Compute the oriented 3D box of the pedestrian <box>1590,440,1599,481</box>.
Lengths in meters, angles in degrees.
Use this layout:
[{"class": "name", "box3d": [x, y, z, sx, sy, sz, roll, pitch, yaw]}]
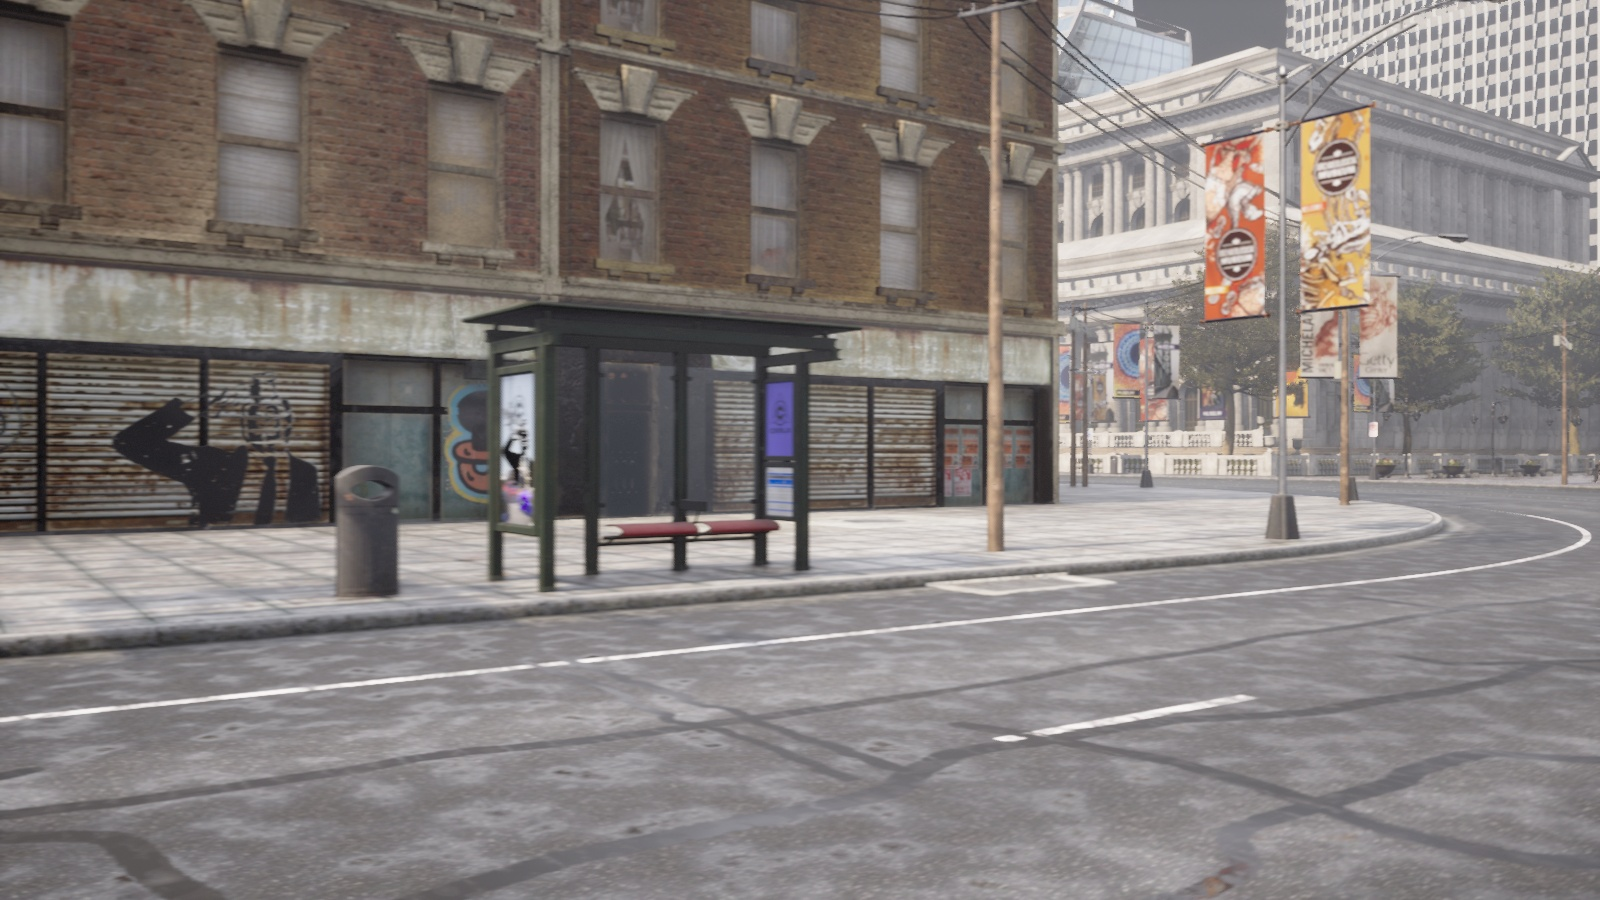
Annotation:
[{"class": "pedestrian", "box3d": [35.600, 0.463, 55.788, 0.431, 1.840, 0.709, 0, 0, -18]}]
